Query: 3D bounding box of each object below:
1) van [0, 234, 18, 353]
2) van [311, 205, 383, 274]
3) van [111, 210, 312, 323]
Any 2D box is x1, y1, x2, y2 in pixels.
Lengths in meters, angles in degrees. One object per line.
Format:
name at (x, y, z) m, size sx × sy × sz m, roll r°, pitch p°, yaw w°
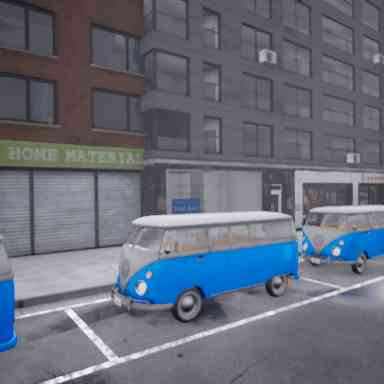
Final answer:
van at (-4.104, 1.346, 3.622) m, size 3.998 × 1.788 × 1.690 m, roll 0°, pitch -1°, yaw -35°
van at (5.005, 1.305, 10.091) m, size 3.998 × 1.788 × 1.690 m, roll 0°, pitch 0°, yaw -35°
van at (0.451, 1.326, 6.857) m, size 3.998 × 1.788 × 1.690 m, roll 0°, pitch -1°, yaw -35°
